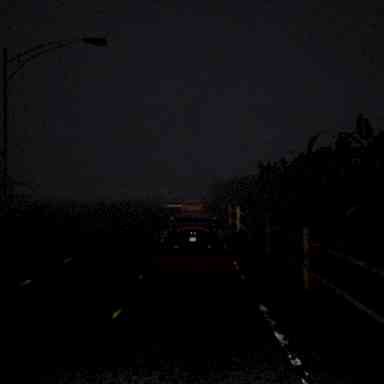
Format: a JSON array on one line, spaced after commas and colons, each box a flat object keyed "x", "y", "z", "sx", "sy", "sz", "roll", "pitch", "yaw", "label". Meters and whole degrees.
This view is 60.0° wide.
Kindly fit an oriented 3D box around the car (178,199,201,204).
[{"x": 0.046, "y": 1.487, "z": 29.072, "sx": 1.882, "sy": 1.535, "sz": 5.008, "roll": 0, "pitch": 0, "yaw": 0, "label": "car"}]

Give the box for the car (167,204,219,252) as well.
[{"x": 0.050, "y": 1.485, "z": 14.049, "sx": 1.882, "sy": 1.535, "sz": 5.008, "roll": 0, "pitch": 0, "yaw": 0, "label": "car"}]

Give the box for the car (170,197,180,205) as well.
[{"x": -2.813, "y": 1.553, "z": 58.032, "sx": 2.033, "sy": 1.411, "sz": 5.357, "roll": 0, "pitch": 0, "yaw": 1, "label": "car"}]
